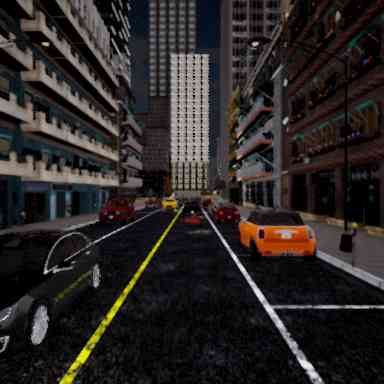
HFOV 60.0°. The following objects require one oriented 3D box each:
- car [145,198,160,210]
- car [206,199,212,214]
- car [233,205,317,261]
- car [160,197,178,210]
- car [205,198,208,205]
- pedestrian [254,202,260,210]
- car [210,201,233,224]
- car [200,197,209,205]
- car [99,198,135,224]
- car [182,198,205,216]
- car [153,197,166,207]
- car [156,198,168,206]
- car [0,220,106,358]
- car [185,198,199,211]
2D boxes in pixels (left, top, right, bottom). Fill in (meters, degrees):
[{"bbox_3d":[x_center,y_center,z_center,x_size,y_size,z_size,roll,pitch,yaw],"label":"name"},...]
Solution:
[{"bbox_3d":[-5.709,1.805,48.072,1.802,1.307,4.206,-1,0,0],"label":"car"},{"bbox_3d":[2.676,1.696,31.490,2.008,1.369,4.403,-1,0,0],"label":"car"},{"bbox_3d":[2.997,1.409,12.694,2.097,1.767,4.553,0,0,0],"label":"car"},{"bbox_3d":[-3.093,1.698,47.569,1.882,1.535,5.008,0,0,0],"label":"car"},{"bbox_3d":[2.674,1.697,37.183,1.752,1.417,4.829,-1,0,0],"label":"car"},{"bbox_3d":[2.996,1.365,15.493,0.375,1.860,0.375,-1,0,0],"label":"pedestrian"},{"bbox_3d":[2.677,1.664,25.966,1.887,1.381,4.507,-1,0,0],"label":"car"},{"bbox_3d":[2.667,1.856,70.324,1.752,1.417,4.829,-1,0,0],"label":"car"},{"bbox_3d":[-5.707,1.434,25.979,2.192,1.841,5.009,-1,0,0],"label":"car"},{"bbox_3d":[0.055,1.662,34.073,1.837,1.490,4.892,0,0,0],"label":"car"},{"bbox_3d":[-5.712,1.716,59.120,1.967,1.590,4.097,-1,0,0],"label":"car"},{"bbox_3d":[-5.712,1.847,64.643,1.887,1.381,4.507,-1,0,0],"label":"car"},{"bbox_3d":[-3.101,1.533,6.281,1.837,1.490,4.892,0,0,0],"label":"car"},{"bbox_3d":[0.009,1.690,45.800,1.882,1.535,5.008,0,0,0],"label":"car"}]
